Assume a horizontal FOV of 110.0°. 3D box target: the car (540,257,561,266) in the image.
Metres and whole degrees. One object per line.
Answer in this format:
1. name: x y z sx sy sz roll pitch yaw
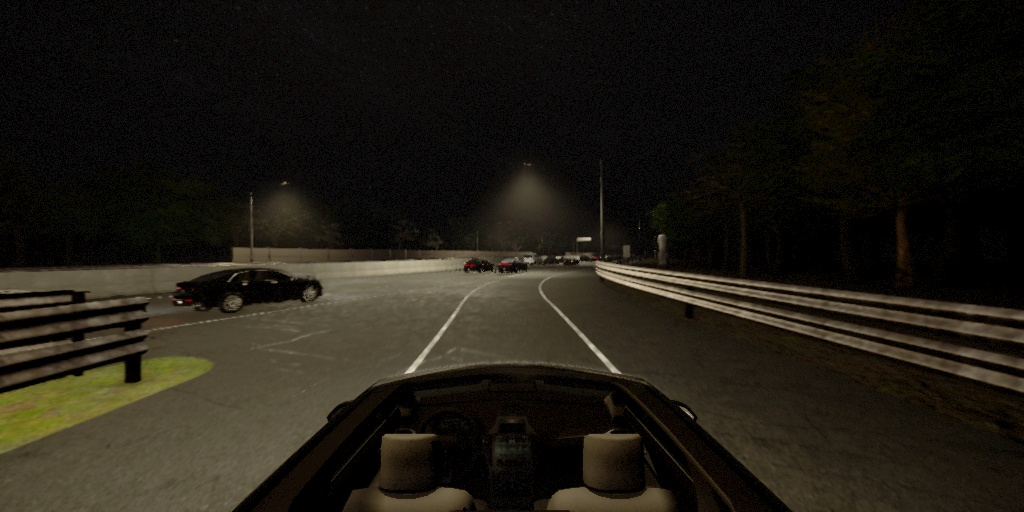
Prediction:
1. car: 6.881 0.907 62.072 1.837 1.490 4.892 -1 0 23

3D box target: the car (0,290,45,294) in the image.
1. car: -15.278 1.323 9.637 1.812 1.442 4.674 -1 0 23

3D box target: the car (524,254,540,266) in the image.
1. car: 3.674 0.662 63.478 2.150 2.045 5.566 -1 0 23

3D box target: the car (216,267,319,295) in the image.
1. car: -14.188 1.358 21.196 1.895 1.301 4.718 -1 0 23

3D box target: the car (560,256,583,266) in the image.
1. car: 10.111 0.960 60.715 1.895 1.301 4.718 -1 0 23

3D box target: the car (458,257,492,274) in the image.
1. car: -3.362 1.087 37.809 1.837 1.490 4.892 -1 0 23

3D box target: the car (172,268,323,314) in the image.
1. car: -9.736 1.213 13.756 1.837 1.490 4.892 -1 0 23

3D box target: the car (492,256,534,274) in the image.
1. car: 0.194 1.028 37.232 2.128 1.511 4.902 -1 0 23
